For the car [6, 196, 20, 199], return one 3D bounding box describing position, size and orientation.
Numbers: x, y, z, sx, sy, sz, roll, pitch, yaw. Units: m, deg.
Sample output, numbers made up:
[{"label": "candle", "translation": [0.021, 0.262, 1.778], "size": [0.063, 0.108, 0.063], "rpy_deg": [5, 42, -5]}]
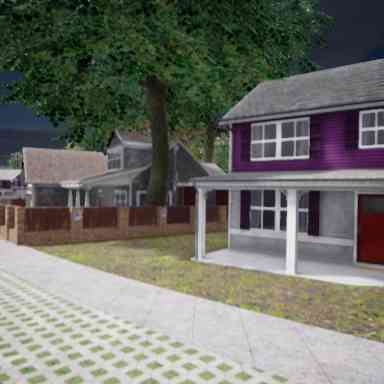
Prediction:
[{"label": "car", "translation": [-32.736, 1.480, 60.319], "size": [2.097, 1.767, 4.553], "rpy_deg": [1, -1, 1]}]
